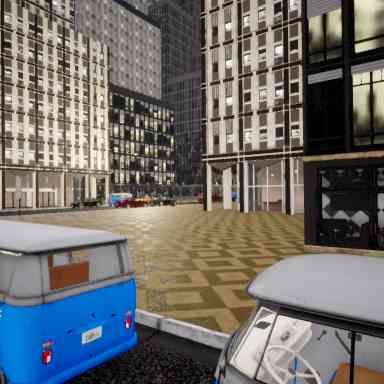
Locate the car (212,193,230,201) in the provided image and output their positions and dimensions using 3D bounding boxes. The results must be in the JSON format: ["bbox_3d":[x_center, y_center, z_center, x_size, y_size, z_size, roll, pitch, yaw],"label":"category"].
[{"bbox_3d":[6.172,1.017,71.122,1.967,1.590,4.097,0,0,36],"label":"car"}]

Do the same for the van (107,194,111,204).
[{"bbox_3d":[-10.510,1.136,48.382,1.690,1.788,3.998,0,0,36],"label":"van"}]

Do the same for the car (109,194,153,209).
[{"bbox_3d":[-7.064,1.267,38.912,1.887,1.381,4.507,0,0,36],"label":"car"}]

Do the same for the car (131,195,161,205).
[{"bbox_3d":[-7.273,1.279,52.793,1.752,1.417,4.829,0,0,36],"label":"car"}]

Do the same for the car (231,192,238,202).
[{"bbox_3d":[6.275,1.101,57.096,2.008,1.369,4.403,0,0,36],"label":"car"}]

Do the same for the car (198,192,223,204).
[{"bbox_3d":[2.938,0.909,52.549,2.192,1.841,5.009,0,0,36],"label":"car"}]

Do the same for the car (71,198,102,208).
[{"bbox_3d":[-13.845,1.404,43.835,1.947,1.339,4.313,0,0,36],"label":"car"}]

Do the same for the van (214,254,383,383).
[{"bbox_3d":[1.930,1.341,1.510,3.998,1.788,1.690,0,-1,36],"label":"van"}]

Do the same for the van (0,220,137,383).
[{"bbox_3d":[-2.607,1.342,4.753,3.998,1.788,1.690,0,-1,36],"label":"van"}]

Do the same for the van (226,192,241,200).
[{"bbox_3d":[9.507,0.872,75.670,1.690,1.788,3.998,0,0,36],"label":"van"}]

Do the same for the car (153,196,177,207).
[{"bbox_3d":[-3.730,1.230,43.458,2.008,1.369,4.403,0,0,36],"label":"car"}]
